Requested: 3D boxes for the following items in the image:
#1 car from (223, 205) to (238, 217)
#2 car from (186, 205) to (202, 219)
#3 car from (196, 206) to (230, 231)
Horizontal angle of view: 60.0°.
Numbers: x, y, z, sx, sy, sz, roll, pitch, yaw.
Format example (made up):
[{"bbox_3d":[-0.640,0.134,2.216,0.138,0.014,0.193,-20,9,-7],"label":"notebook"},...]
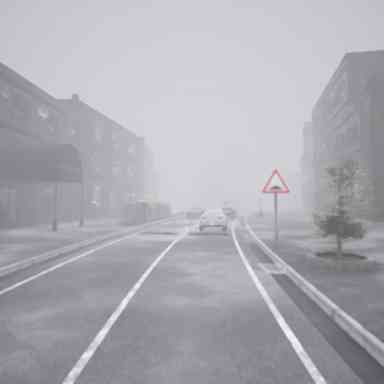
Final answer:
[{"bbox_3d":[4.588,2.373,41.866,2.163,1.488,4.792,-1,-2,12],"label":"car"},{"bbox_3d":[0.572,2.287,38.012,1.837,1.490,4.892,-1,-2,11],"label":"car"},{"bbox_3d":[1.596,1.928,24.020,1.812,1.442,4.674,0,-2,7],"label":"car"}]
